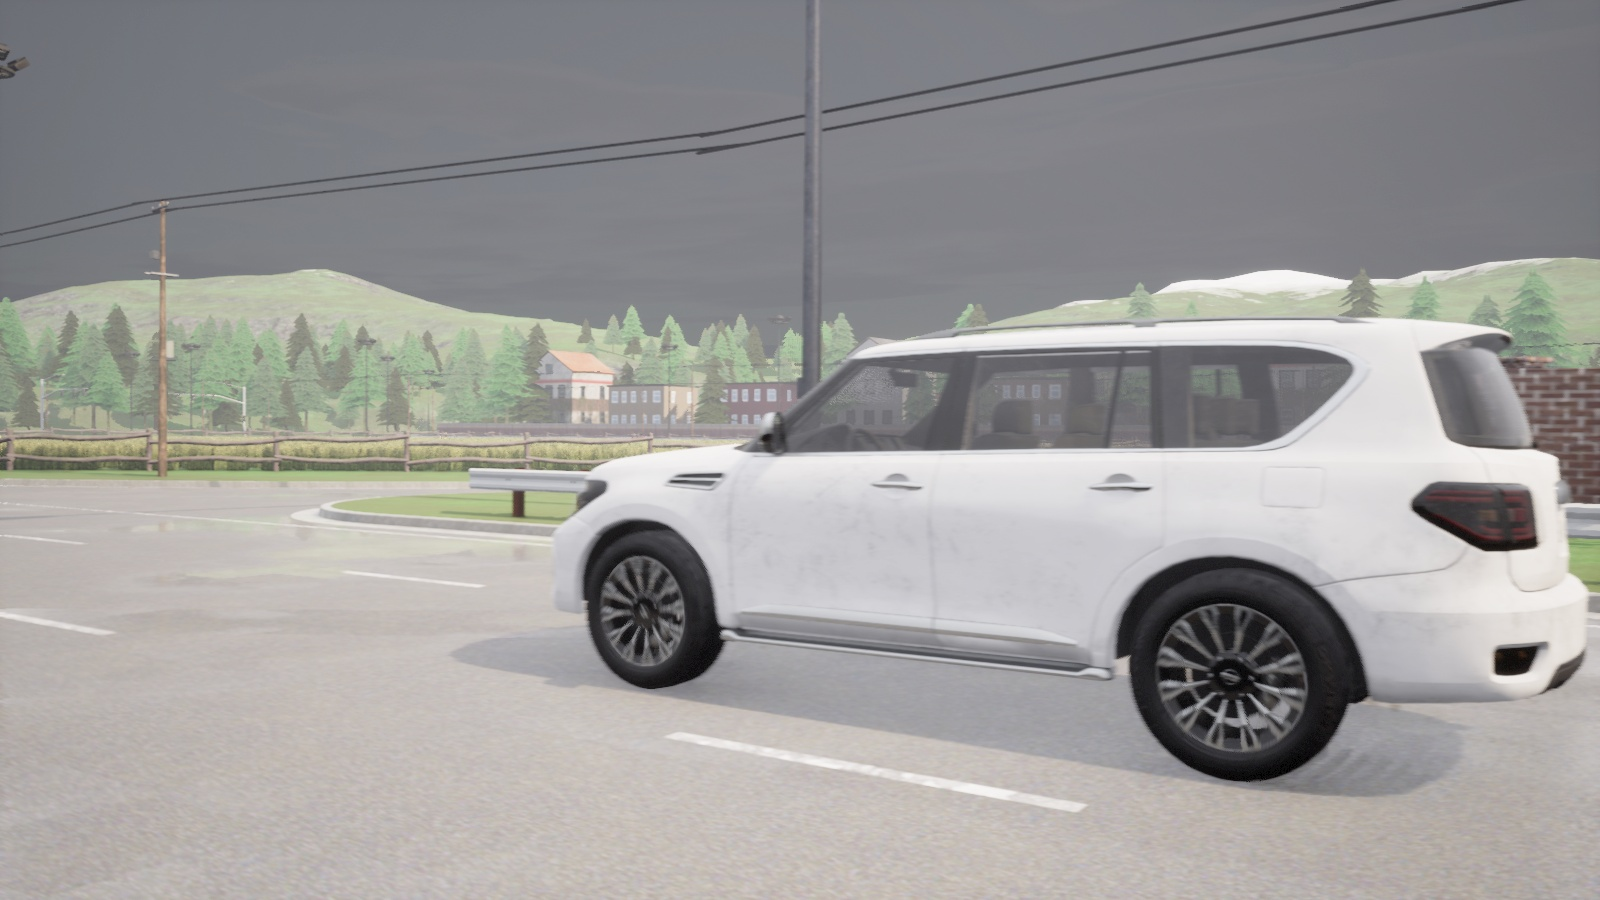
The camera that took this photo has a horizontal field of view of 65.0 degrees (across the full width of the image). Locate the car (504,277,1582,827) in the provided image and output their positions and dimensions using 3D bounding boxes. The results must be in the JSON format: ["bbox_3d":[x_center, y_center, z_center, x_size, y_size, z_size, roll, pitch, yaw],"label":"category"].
[{"bbox_3d":[1.096,0.350,7.091,5.566,2.045,2.150,0,1,34],"label":"car"}]
